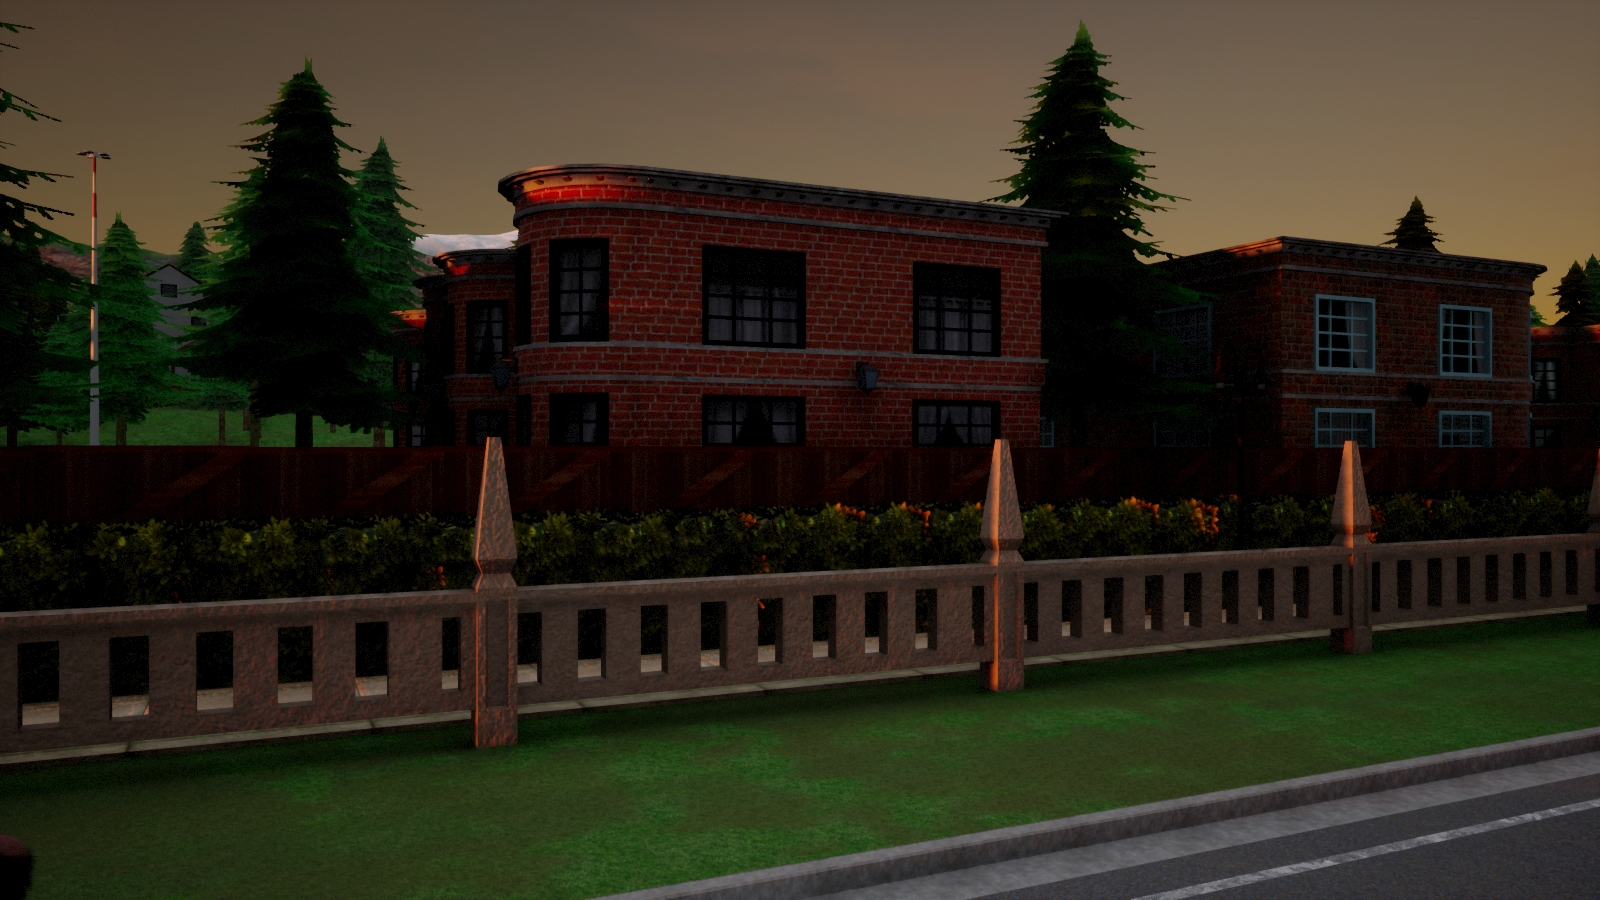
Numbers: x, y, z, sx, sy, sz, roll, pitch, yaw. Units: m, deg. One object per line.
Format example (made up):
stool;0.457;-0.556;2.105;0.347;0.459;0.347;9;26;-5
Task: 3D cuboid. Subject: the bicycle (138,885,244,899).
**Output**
bicycle;-2.458;2.060;2.948;1.835;1.471;0.329;0;0;-25
